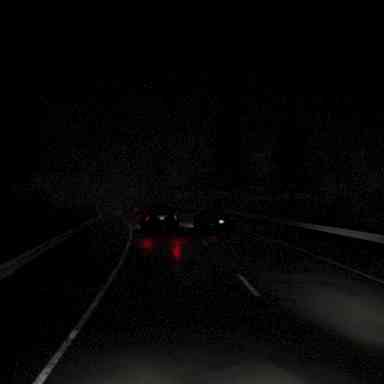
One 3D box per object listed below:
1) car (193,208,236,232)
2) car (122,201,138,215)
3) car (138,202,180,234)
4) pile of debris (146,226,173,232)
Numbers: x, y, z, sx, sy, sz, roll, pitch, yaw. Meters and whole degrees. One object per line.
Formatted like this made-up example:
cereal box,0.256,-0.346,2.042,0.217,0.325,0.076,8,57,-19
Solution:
car,1.347,1.731,21.445,1.994,1.385,4.181,0,0,-10
car,-6.984,1.804,38.976,1.882,1.535,5.008,0,-1,-19
car,-2.071,1.521,20.679,2.097,1.767,4.553,0,0,-10
pile of debris,-2.095,2.349,21.130,1.500,0.140,1.860,0,0,-11
